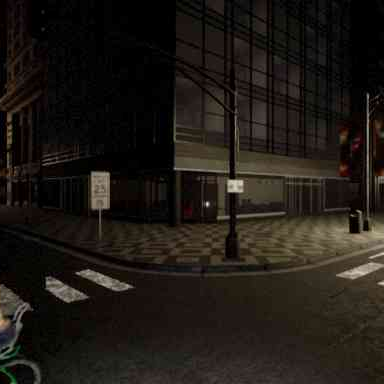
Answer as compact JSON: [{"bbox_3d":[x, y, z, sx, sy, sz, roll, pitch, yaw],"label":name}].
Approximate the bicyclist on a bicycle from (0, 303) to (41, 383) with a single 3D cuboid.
[{"bbox_3d":[-2.182,1.435,3.081,1.509,1.612,0.866,0,0,-41],"label":"bicyclist on a bicycle"}]
